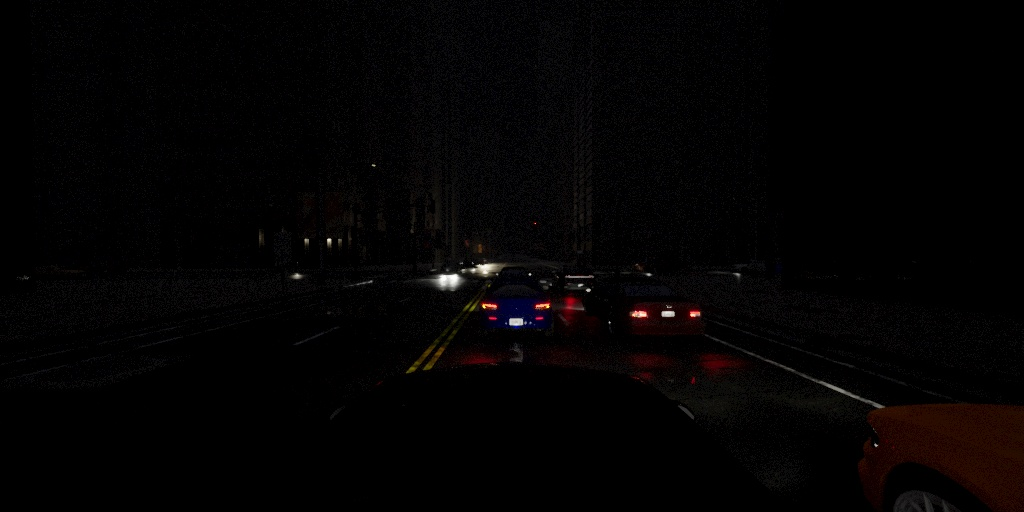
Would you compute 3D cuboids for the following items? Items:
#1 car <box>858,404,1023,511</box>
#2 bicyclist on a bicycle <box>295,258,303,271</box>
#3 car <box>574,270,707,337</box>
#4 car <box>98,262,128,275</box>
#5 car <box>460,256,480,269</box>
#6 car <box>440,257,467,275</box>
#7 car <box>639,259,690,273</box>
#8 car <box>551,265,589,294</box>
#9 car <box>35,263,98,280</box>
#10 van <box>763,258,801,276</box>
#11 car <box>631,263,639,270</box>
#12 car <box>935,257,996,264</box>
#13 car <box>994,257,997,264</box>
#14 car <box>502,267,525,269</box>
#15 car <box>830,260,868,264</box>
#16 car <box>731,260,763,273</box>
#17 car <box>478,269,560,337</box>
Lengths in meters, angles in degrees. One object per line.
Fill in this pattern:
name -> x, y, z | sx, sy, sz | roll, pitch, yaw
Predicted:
car -> 3.350, 1.228, 0.407 | 1.882, 1.535, 5.008 | 0, 0, 0
bicyclist on a bicycle -> -25.898, 1.003, 43.562 | 0.582, 1.620, 1.656 | 0, 1, 0
car -> 3.347, 1.294, 10.232 | 2.033, 1.411, 5.357 | 0, 0, 0
car -> -46.437, 1.364, 40.692 | 4.507, 1.381, 1.888 | 0, 0, 0
car -> -6.599, 1.066, 55.348 | 2.097, 1.767, 4.553 | 0, 0, 0
car -> -6.605, 1.214, 39.279 | 2.128, 1.511, 4.902 | 0, 0, 0
car -> 17.703, 1.148, 41.164 | 5.008, 1.535, 1.882 | 0, 1, 0
car -> 3.340, 1.230, 19.980 | 2.128, 1.511, 4.902 | 0, 0, 0
car -> -40.841, 1.451, 32.172 | 4.829, 1.417, 1.751 | 0, 0, 0
van -> 27.510, 1.086, 35.260 | 3.998, 1.789, 1.690 | 0, 0, 0
car -> 16.672, 1.071, 43.843 | 4.097, 1.591, 1.967 | 0, 0, 0
car -> 43.831, 1.169, 35.173 | 4.097, 1.591, 1.967 | 0, 0, 0
car -> 49.272, 1.046, 35.143 | 5.009, 1.841, 2.192 | 0, 0, 0
car -> 0.088, 1.286, 19.706 | 2.033, 1.411, 5.357 | 0, 0, 0
car -> 32.952, 1.321, 35.231 | 4.207, 1.307, 1.802 | 0, 0, 0
car -> 27.642, 1.184, 41.095 | 4.674, 1.442, 1.812 | 0, 1, 0
car -> 0.089, 1.272, 10.132 | 1.812, 1.442, 4.674 | 0, 0, 0
